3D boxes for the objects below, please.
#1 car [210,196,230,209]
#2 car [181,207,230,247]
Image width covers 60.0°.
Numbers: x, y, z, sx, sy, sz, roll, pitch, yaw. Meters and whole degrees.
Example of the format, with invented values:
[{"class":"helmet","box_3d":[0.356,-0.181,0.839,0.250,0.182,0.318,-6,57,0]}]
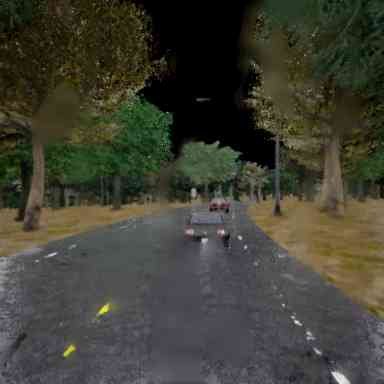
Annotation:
[{"class":"car","box_3d":[3.252,1.321,38.182,2.097,1.767,4.553,0,0,9]},{"class":"car","box_3d":[0.654,1.570,14.981,1.895,1.301,4.718,0,0,4]}]
